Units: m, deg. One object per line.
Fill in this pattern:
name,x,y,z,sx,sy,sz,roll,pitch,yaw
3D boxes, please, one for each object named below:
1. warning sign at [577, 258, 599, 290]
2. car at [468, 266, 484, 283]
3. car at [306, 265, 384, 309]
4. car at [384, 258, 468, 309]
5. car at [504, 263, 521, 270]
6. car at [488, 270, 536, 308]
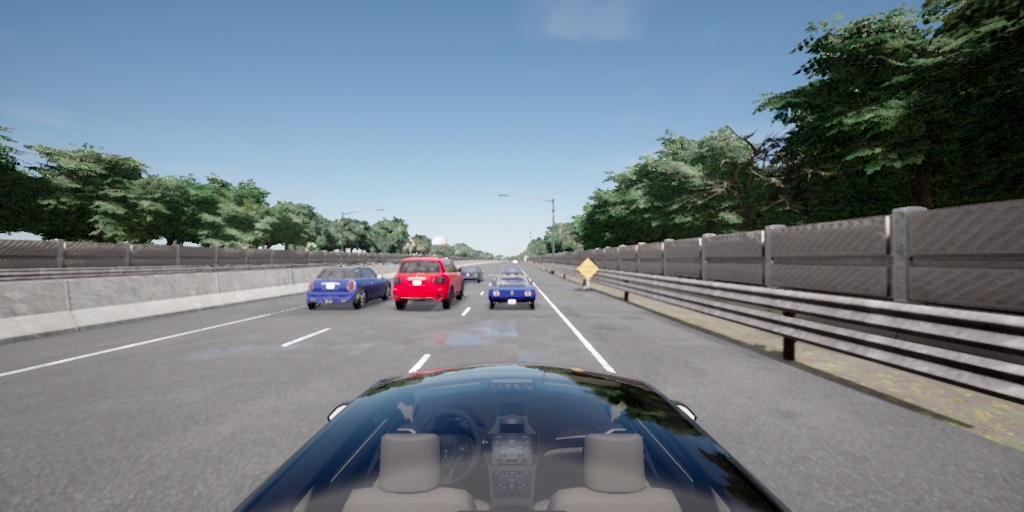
warning sign,4.558,1.048,21.443,1.300,1.860,1.060,0,0,0
car,-3.487,1.564,30.849,2.033,1.411,5.357,0,0,0
car,-6.992,1.233,15.940,2.097,1.767,4.553,0,-1,0
car,-3.493,1.099,15.864,2.150,2.045,5.566,0,0,0
car,0.012,1.563,30.848,2.033,1.411,5.357,0,0,0
car,0.008,1.484,15.965,1.895,1.301,4.718,0,0,0
